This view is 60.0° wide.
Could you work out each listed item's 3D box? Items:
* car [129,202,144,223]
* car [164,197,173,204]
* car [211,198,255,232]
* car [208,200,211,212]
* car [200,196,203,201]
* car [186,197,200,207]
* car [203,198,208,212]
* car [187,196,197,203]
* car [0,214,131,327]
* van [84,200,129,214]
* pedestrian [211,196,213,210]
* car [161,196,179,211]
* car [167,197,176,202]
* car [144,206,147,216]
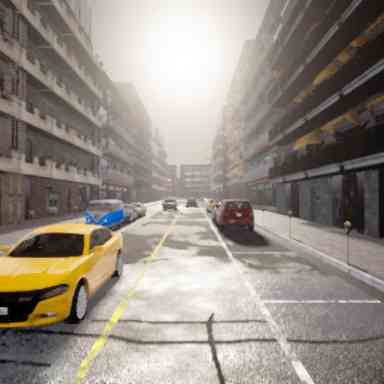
[{"bbox_3d":[-5.317,1.616,26.118,2.008,1.369,4.403,1,0,0],"label":"car"},{"bbox_3d":[-5.344,1.841,76.023,1.752,1.417,4.829,1,0,0],"label":"car"},{"bbox_3d":[2.569,1.357,20.593,2.192,1.841,5.009,1,0,0],"label":"car"},{"bbox_3d":[2.564,1.506,26.157,1.967,1.590,4.097,1,0,0],"label":"car"},{"bbox_3d":[2.527,1.938,93.089,1.752,1.417,4.829,1,0,0],"label":"car"},{"bbox_3d":[-0.023,1.811,55.764,1.895,1.301,4.718,0,0,0],"label":"car"},{"bbox_3d":[2.728,1.595,41.750,1.801,1.575,5.366,0,0,0],"label":"car"},{"bbox_3d":[-0.036,1.660,71.572,1.994,1.385,4.181,0,0,0],"label":"car"},{"bbox_3d":[-2.841,1.487,7.419,1.882,1.535,5.008,0,0,0],"label":"car"},{"bbox_3d":[-5.310,1.383,20.553,1.690,1.788,3.998,1,0,0],"label":"van"},{"bbox_3d":[2.726,1.448,44.757,0.375,1.860,0.375,1,-1,0],"label":"pedestrian"},{"bbox_3d":[-2.859,1.654,43.850,1.837,1.490,4.892,0,0,0],"label":"car"},{"bbox_3d":[-5.351,1.945,87.320,1.947,1.339,4.313,1,0,0],"label":"car"},{"bbox_3d":[-5.320,1.614,31.510,1.752,1.417,4.829,1,0,0],"label":"car"}]
